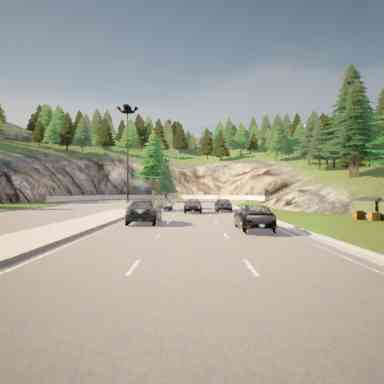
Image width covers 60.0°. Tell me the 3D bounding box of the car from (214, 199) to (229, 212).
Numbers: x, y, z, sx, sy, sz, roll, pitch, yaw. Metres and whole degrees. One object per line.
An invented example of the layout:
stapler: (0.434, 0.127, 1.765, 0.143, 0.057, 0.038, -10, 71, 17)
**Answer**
car: (3.604, 1.547, 38.695, 2.033, 1.411, 5.357, 0, 0, 0)

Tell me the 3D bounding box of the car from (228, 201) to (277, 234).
car: (3.600, 1.491, 19.459, 2.128, 1.511, 4.902, 0, 0, 0)

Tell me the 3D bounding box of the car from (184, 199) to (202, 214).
car: (0.100, 1.601, 35.767, 1.895, 1.301, 4.718, 0, 0, 0)

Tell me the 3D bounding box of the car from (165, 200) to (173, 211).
car: (-3.370, 1.601, 41.081, 1.895, 1.301, 4.718, 0, 0, 1)

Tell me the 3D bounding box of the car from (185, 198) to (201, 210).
car: (0.189, 1.564, 44.526, 1.994, 1.385, 4.181, 0, 0, 2)

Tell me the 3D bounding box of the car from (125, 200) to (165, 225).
car: (-3.399, 1.352, 23.913, 2.097, 1.767, 4.553, 0, 0, 0)
